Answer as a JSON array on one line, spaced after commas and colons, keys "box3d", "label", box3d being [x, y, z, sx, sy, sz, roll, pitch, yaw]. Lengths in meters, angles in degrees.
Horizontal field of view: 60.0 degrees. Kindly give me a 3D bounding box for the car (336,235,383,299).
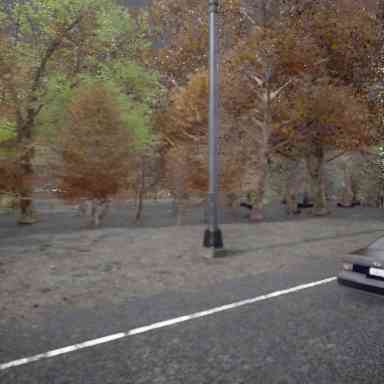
[{"box3d": [5.523, 1.553, 7.689, 5.357, 1.411, 2.033, 0, 0, -35], "label": "car"}]
